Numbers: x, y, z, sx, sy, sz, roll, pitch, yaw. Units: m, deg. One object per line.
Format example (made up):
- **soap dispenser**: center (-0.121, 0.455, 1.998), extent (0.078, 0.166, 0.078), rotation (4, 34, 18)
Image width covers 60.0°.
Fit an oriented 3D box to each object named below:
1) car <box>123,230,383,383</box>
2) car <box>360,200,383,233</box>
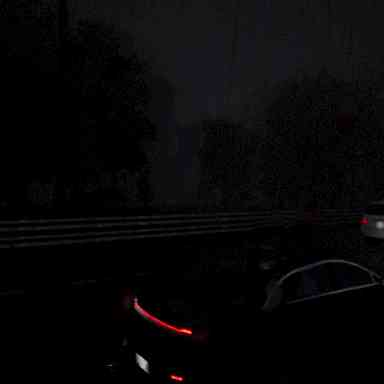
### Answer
- **car**: center (1.476, 1.531, 4.759), extent (4.902, 1.511, 2.128), rotation (1, 0, -35)
- **car**: center (9.694, 1.397, 14.703), extent (5.566, 2.045, 2.150), rotation (1, 0, -34)
